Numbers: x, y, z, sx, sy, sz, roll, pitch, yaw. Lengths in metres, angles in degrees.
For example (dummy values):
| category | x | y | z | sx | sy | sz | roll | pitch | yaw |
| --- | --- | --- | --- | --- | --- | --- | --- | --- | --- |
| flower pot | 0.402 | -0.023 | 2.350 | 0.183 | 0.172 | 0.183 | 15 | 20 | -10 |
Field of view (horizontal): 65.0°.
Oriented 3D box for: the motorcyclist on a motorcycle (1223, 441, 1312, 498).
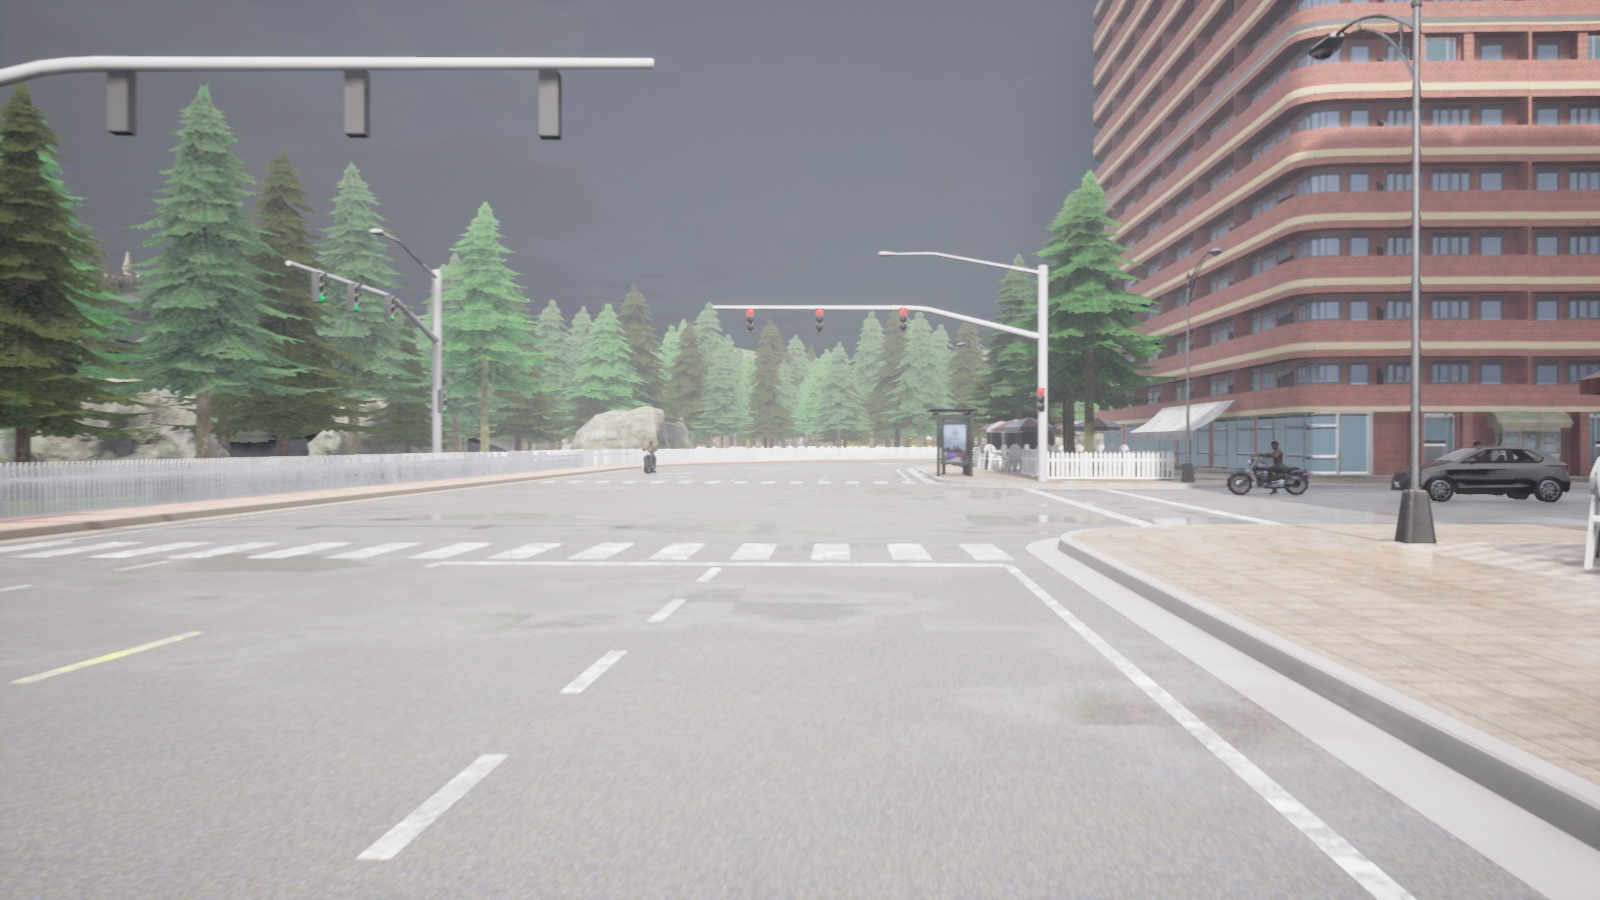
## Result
| category | x | y | z | sx | sy | sz | roll | pitch | yaw |
| --- | --- | --- | --- | --- | --- | --- | --- | --- | --- |
| motorcyclist on a motorcycle | 13.716 | 0.562 | 36.892 | 2.350 | 1.649 | 0.766 | 0 | 0 | 3 |

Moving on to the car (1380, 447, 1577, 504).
| category | x | y | z | sx | sy | sz | roll | pitch | yaw |
| --- | --- | --- | --- | --- | --- | --- | --- | --- | --- |
| car | 17.854 | 0.652 | 33.180 | 4.193 | 1.474 | 1.816 | 0 | 0 | 3 |

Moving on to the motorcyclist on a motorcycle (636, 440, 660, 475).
| category | x | y | z | sx | sy | sz | roll | pitch | yaw |
| --- | --- | --- | --- | --- | --- | --- | --- | --- | --- |
| motorcyclist on a motorcycle | -7.411 | 0.341 | 61.209 | 0.766 | 1.649 | 2.350 | 0 | 1 | 3 |
